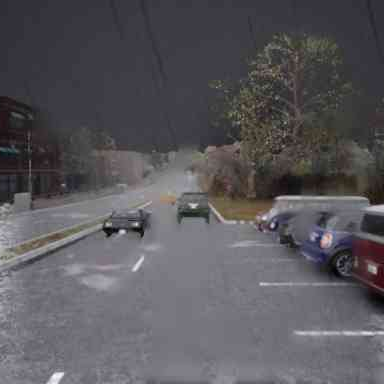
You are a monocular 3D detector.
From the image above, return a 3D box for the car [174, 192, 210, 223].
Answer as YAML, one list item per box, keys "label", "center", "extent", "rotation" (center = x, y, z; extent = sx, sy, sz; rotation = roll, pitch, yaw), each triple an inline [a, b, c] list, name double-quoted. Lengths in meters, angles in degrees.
- label: "car"
  center: [0.094, 1.000, 23.665]
  extent: [2.150, 2.045, 5.566]
  rotation: [0, 1, 0]

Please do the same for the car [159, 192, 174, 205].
- label: "car"
  center: [-3.165, 0.782, 42.586]
  extent: [1.882, 1.535, 5.008]
  rotation: [0, 2, 0]

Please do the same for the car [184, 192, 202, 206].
- label: "car"
  center: [0.085, 0.803, 42.383]
  extent: [2.128, 1.511, 4.902]
  rotation: [0, 2, 0]

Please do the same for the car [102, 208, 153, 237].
- label: "car"
  center: [-3.162, 1.478, 17.322]
  extent: [1.895, 1.301, 4.718]
  rotation: [0, 1, 0]

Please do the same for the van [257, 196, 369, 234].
- label: "van"
  center: [5.416, 1.163, 14.709]
  extent: [4.442, 1.987, 1.878]
  rotation: [0, 1, 0]

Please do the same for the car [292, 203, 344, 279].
- label: "car"
  center: [5.503, 1.310, 9.325]
  extent: [4.553, 1.767, 2.185]
  rotation: [0, 0, 0]

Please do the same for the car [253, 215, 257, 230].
- label: "car"
  center: [5.562, 1.230, 17.463]
  extent: [4.553, 1.767, 2.185]
  rotation: [0, 1, 0]

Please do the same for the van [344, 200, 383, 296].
- label: "van"
  center: [5.652, 1.227, 6.440]
  extent: [4.442, 1.987, 1.878]
  rotation: [0, 0, 0]

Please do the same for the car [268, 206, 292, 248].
- label: "car"
  center: [5.528, 1.415, 11.954]
  extent: [4.892, 1.521, 2.231]
  rotation: [0, 0, 0]
